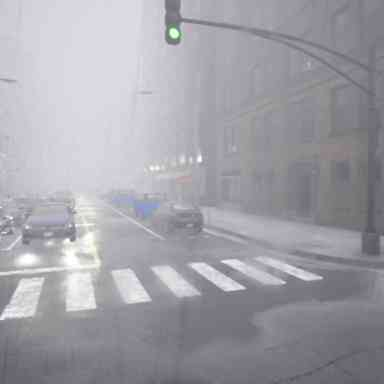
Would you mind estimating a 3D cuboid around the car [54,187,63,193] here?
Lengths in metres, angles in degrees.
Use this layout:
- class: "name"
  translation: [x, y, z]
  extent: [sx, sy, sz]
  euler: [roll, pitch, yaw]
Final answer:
- class: "car"
  translation: [-35.344, -0.589, 88.186]
  extent: [1.967, 1.590, 4.097]
  euler: [-1, 2, -20]

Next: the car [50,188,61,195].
- class: "car"
  translation: [-29.564, -0.089, 72.157]
  extent: [1.947, 1.339, 4.313]
  euler: [-1, 2, -20]

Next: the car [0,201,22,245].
- class: "car"
  translation: [-8.374, 1.270, 13.369]
  extent: [1.947, 1.339, 4.313]
  euler: [-1, 2, -20]

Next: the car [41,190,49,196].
- class: "car"
  translation: [-16.079, 0.763, 34.746]
  extent: [2.008, 1.369, 4.403]
  euler: [-1, 2, -20]

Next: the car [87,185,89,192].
- class: "car"
  translation: [-22.015, -0.333, 74.873]
  extent: [1.967, 1.590, 4.097]
  euler: [-1, 2, -20]

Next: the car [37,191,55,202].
- class: "car"
  translation: [-19.932, 0.531, 45.435]
  extent: [1.947, 1.339, 4.313]
  euler: [-1, 2, -20]

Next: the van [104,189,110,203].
- class: "van"
  translation: [-8.531, 0.436, 37.460]
  extent: [1.690, 1.788, 3.998]
  euler: [-1, 2, -20]

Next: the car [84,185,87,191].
- class: "car"
  translation: [-25.867, -0.472, 85.564]
  extent: [2.008, 1.369, 4.403]
  euler: [-1, 2, -20]

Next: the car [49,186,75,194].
- class: "car"
  translation: [-13.688, 0.530, 35.651]
  extent: [2.097, 1.767, 4.553]
  euler: [-1, 1, -19]

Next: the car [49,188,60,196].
- class: "car"
  translation: [-27.638, 0.014, 66.812]
  extent: [1.887, 1.381, 4.507]
  euler: [-1, 2, -20]

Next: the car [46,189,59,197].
- class: "car"
  translation: [-25.711, 0.144, 61.468]
  extent: [2.008, 1.369, 4.403]
  euler: [-1, 2, -20]

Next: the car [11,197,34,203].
- class: "car"
  translation: [-10.300, 1.164, 18.713]
  extent: [1.802, 1.307, 4.206]
  euler: [-1, 2, -20]

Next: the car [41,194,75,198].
- class: "car"
  translation: [-9.396, 1.051, 23.696]
  extent: [1.895, 1.301, 4.718]
  euler: [-1, 2, -20]

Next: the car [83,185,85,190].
- class: "car"
  translation: [-27.795, -0.832, 90.902]
  extent: [2.192, 1.841, 5.009]
  euler: [-1, 2, -20]

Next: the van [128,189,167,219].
- class: "van"
  translation: [-2.752, 0.805, 21.426]
  extent: [1.690, 1.788, 3.998]
  euler: [-1, 2, -20]

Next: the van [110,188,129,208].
- class: "van"
  translation: [-6.605, 0.559, 32.115]
  extent: [1.690, 1.788, 3.998]
  euler: [-1, 2, -20]

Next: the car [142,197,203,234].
- class: "car"
  translation: [-0.824, 1.137, 16.087]
  extent: [2.008, 1.369, 4.403]
  euler: [-1, 2, -20]

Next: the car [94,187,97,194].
- class: "car"
  translation: [-14.367, 0.245, 53.657]
  extent: [1.752, 1.417, 4.829]
  euler: [-1, 2, -20]

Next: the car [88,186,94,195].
- class: "car"
  translation: [-20.088, -0.104, 69.531]
  extent: [1.887, 1.381, 4.507]
  euler: [-1, 2, -20]

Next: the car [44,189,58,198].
- class: "car"
  translation: [-23.785, 0.262, 56.123]
  extent: [1.887, 1.381, 4.507]
  euler: [-1, 2, -20]

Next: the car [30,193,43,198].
- class: "car"
  translation: [-12.226, 1.025, 24.058]
  extent: [1.947, 1.339, 4.313]
  euler: [-1, 2, -20]

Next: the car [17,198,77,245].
- class: "car"
  translation: [-5.931, 1.196, 14.089]
  extent: [1.812, 1.442, 4.674]
  euler: [-1, 2, -20]

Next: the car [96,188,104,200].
- class: "car"
  translation: [-12.382, 0.429, 48.154]
  extent: [1.802, 1.307, 4.206]
  euler: [-1, 2, -20]
